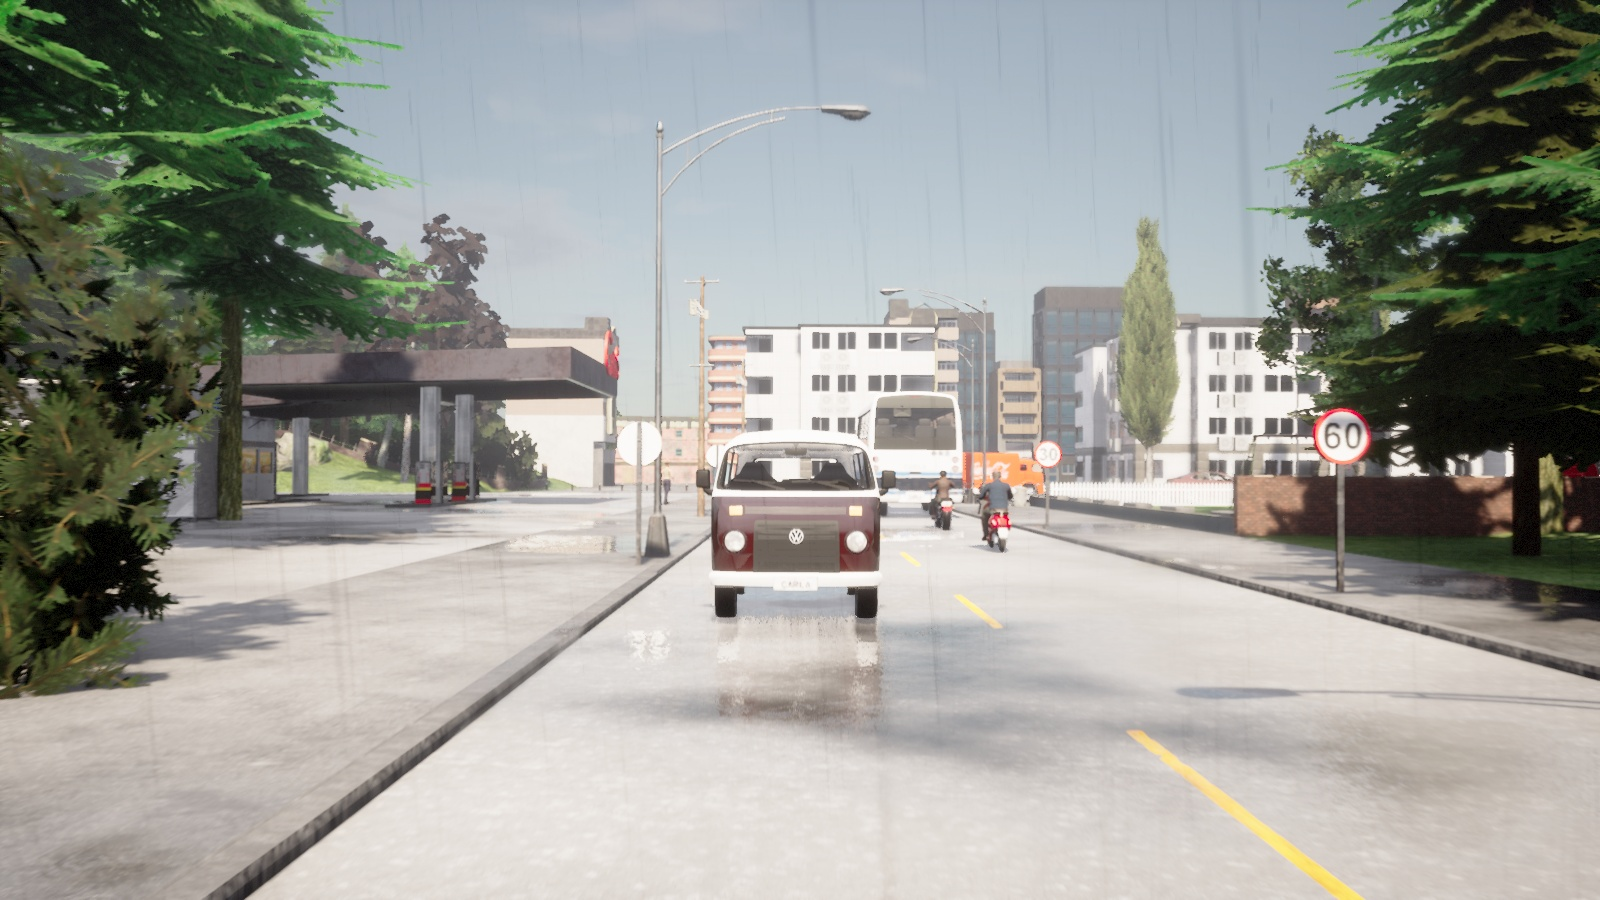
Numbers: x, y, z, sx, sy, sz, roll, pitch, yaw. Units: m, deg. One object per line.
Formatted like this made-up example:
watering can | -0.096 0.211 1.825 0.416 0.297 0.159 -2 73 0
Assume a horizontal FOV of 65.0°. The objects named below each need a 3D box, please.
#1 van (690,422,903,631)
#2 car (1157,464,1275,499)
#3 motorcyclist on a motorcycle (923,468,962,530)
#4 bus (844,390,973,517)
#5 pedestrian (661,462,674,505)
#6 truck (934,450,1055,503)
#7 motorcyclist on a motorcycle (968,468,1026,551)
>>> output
van | -0.045 0.776 14.522 2.069 2.038 4.480 0 -1 0
car | 20.339 1.525 61.551 5.027 1.651 2.152 0 -1 0
motorcyclist on a motorcycle | 3.880 1.314 34.316 0.766 1.649 2.350 0 -1 0
bus | 3.825 0.203 47.433 3.944 4.253 10.273 0 -1 0
pedestrian | -5.638 1.426 53.442 0.345 1.836 0.594 -1 -1 22
truck | 9.442 1.288 60.922 5.204 2.467 2.627 1 -2 -26
motorcyclist on a motorcycle | 3.915 1.166 25.136 0.866 1.590 1.817 0 -1 0
